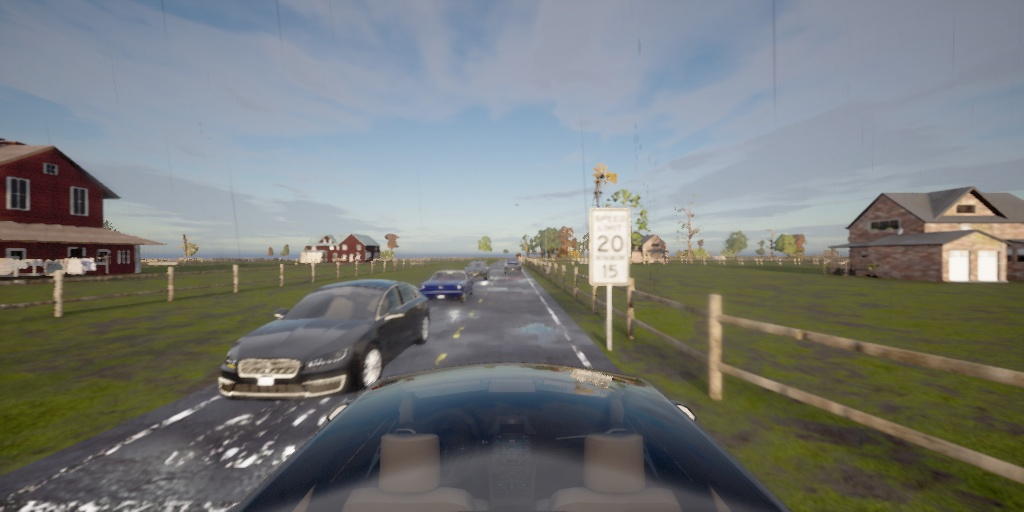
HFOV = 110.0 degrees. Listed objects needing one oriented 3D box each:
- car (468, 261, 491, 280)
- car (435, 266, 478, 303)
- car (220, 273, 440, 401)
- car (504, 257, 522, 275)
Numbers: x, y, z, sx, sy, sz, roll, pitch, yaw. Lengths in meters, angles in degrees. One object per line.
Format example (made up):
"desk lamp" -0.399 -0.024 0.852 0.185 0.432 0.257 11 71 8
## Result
"car" -2.828 1.192 29.821 1.837 1.490 4.892 0 0 0
"car" -2.845 1.319 16.552 1.895 1.301 4.718 0 0 0
"car" -2.879 1.245 6.723 1.837 1.490 4.892 0 0 2
"car" 0.105 1.154 38.474 2.128 1.511 4.902 0 0 0
